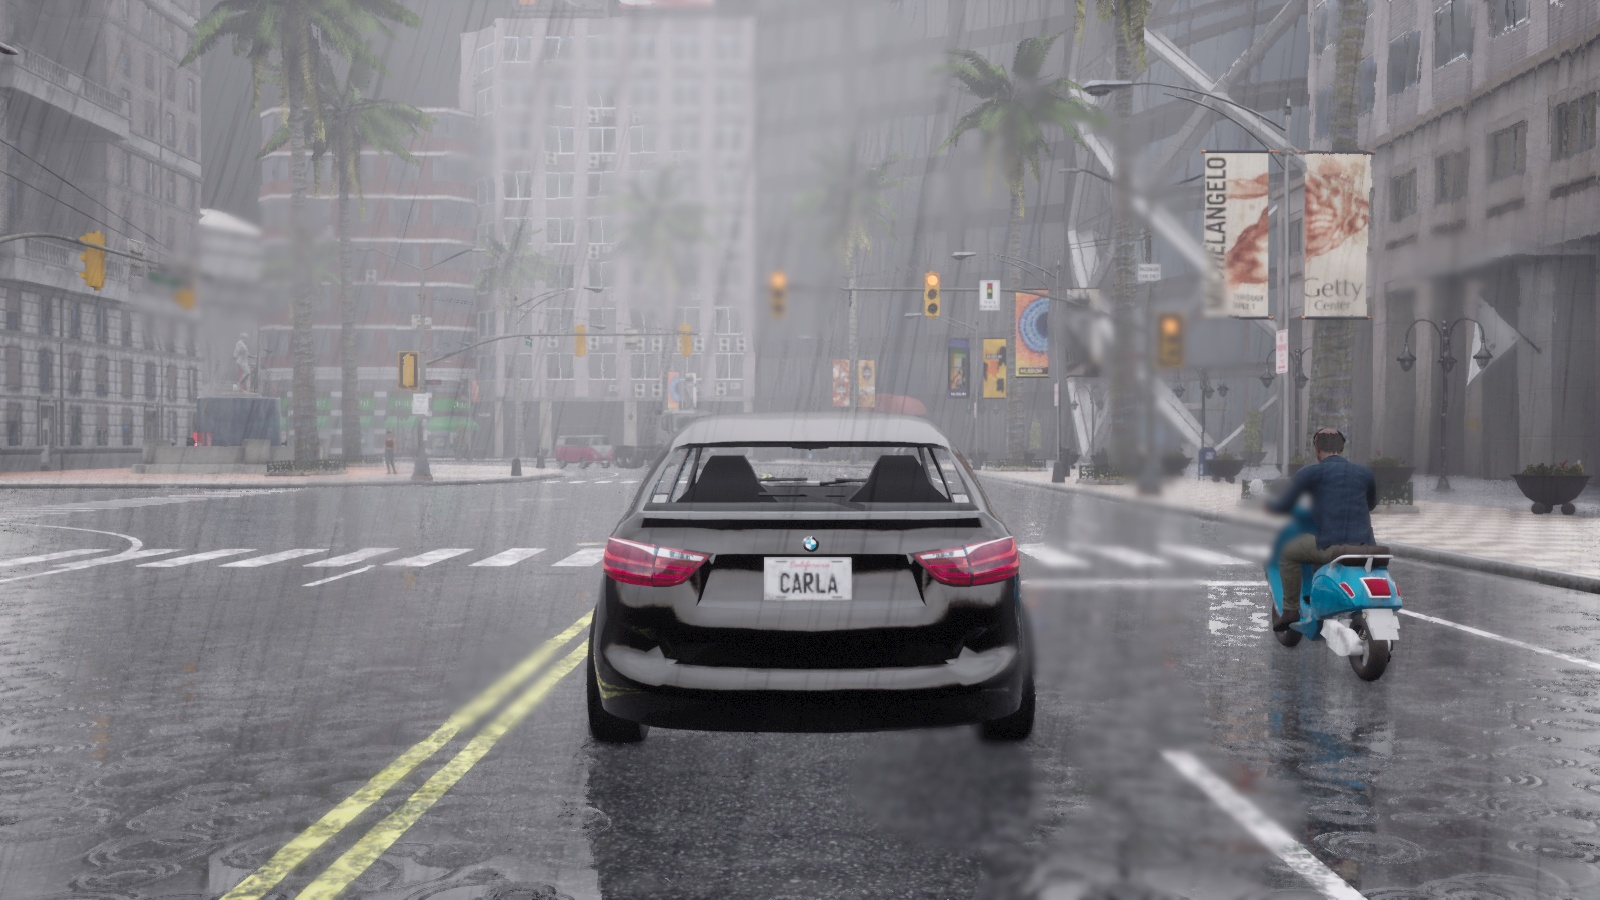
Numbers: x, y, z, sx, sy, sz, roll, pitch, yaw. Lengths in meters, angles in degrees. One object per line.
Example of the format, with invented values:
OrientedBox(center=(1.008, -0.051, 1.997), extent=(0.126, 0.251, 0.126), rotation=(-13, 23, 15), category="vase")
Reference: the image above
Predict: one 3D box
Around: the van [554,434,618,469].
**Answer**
OrientedBox(center=(-12.562, 0.074, 73.502), extent=(1.775, 1.987, 4.442), rotation=(0, 0, -39), category="van")

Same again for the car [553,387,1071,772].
OrientedBox(center=(0.062, 0.547, 7.745), extent=(2.242, 1.667, 4.611), rotation=(0, 0, 0), category="car")

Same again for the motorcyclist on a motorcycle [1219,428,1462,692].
OrientedBox(center=(3.552, 0.655, 8.461), extent=(0.866, 1.590, 1.817), rotation=(0, 0, 1), category="motorcyclist on a motorcycle")

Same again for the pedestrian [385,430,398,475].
OrientedBox(center=(-16.970, 0.095, 52.135), extent=(0.345, 1.836, 0.594), rotation=(0, 0, -1), category="pedestrian")

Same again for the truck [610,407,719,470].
OrientedBox(center=(-7.965, -0.654, 73.028), extent=(2.891, 3.462, 7.936), rotation=(0, 0, -34), category="truck")
